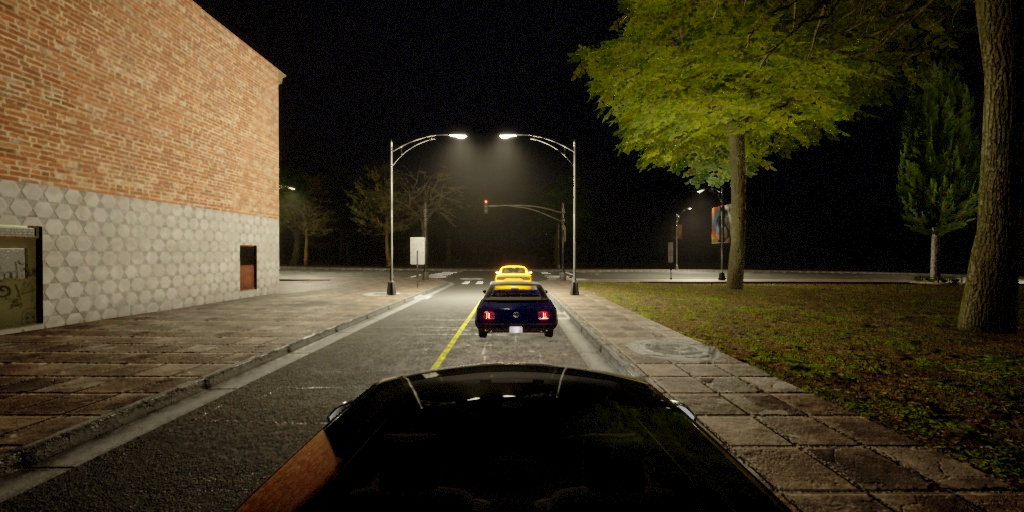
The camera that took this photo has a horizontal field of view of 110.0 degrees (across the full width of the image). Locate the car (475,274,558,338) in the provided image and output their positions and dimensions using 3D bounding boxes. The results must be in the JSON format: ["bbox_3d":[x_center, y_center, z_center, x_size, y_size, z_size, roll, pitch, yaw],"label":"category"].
[{"bbox_3d":[0.095,1.356,10.202,1.895,1.301,4.718,0,0,0],"label":"car"}]

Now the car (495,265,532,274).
[{"bbox_3d":[0.093,1.255,19.547,1.882,1.535,5.008,0,0,1],"label":"car"}]
